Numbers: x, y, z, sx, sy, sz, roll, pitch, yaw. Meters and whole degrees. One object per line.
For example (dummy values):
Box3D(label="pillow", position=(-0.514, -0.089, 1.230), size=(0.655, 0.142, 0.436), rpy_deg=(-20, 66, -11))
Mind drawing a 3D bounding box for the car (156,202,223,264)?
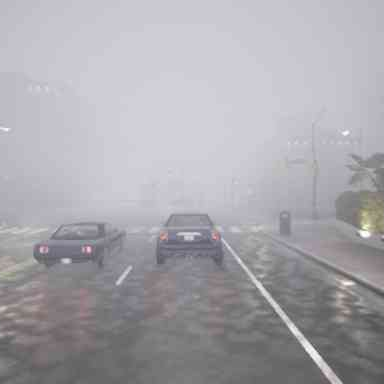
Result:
Box3D(label="car", position=(-0.109, 1.421, 12.214), size=(2.097, 1.767, 4.553), rpy_deg=(0, 0, -1))

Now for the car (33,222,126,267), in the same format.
Box3D(label="car", position=(-3.601, 1.685, 11.685), size=(1.895, 1.301, 4.718), rpy_deg=(0, 0, -1))

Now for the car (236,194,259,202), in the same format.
Box3D(label="car", position=(14.415, 1.637, 86.534), size=(5.566, 2.045, 2.435), rpy_deg=(0, 0, -1))

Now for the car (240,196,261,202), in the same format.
Box3D(label="car", position=(14.654, 1.787, 83.042), size=(4.786, 1.482, 2.161), rpy_deg=(0, 0, -1))
